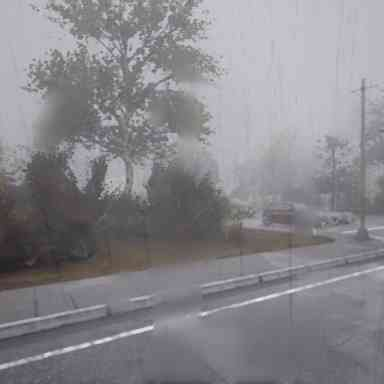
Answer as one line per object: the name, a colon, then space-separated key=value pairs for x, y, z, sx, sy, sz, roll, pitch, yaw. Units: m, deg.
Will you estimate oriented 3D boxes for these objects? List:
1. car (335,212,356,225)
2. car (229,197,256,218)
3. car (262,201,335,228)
car: x=9.989 y=1.790 z=25.692 sx=1.895 sy=1.301 sz=4.718 roll=0 pitch=-1 yaw=-39
car: x=3.755 y=1.541 z=33.228 sx=2.150 sy=2.045 sz=5.566 roll=0 pitch=-1 yaw=-41
car: x=7.196 y=1.523 z=23.491 sx=2.097 sy=1.767 sz=4.553 roll=0 pitch=-1 yaw=-38
